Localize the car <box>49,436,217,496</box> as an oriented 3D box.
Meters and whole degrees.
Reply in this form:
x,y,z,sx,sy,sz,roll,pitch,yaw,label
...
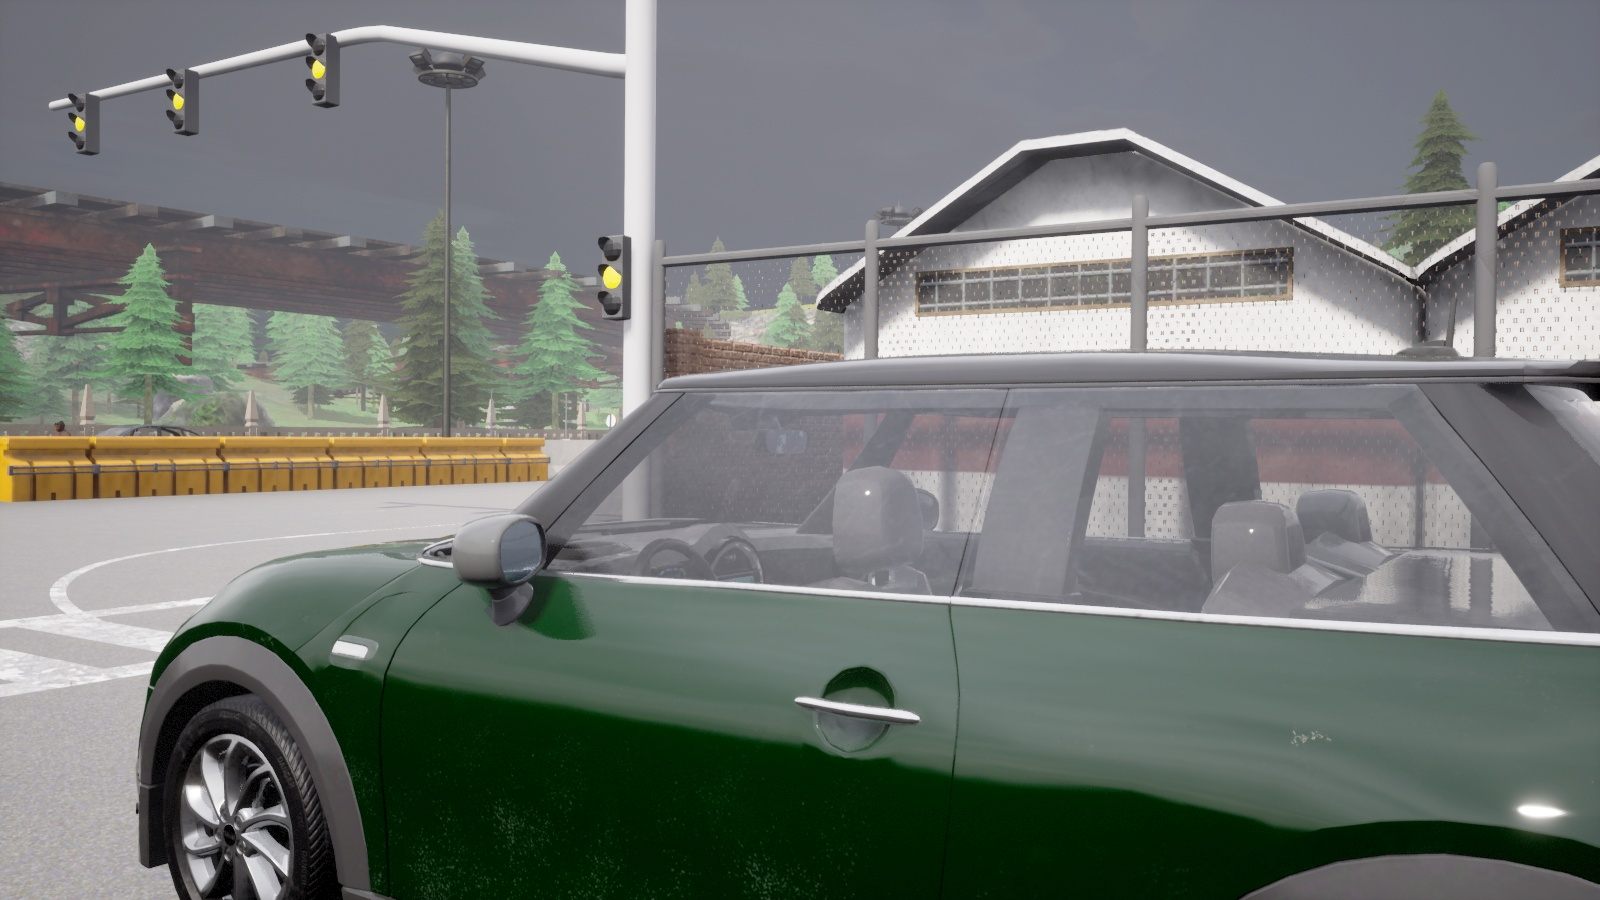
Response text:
x,y,z,sx,sy,sz,roll,pitch,yaw,label
-18.487,0.399,34.944,1.789,1.549,3.705,0,1,32,car

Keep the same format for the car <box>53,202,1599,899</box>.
x,y,z,sx,sy,sz,roll,pitch,yaw,label
0.186,0.540,3.498,4.553,1.767,2.097,0,1,33,car
